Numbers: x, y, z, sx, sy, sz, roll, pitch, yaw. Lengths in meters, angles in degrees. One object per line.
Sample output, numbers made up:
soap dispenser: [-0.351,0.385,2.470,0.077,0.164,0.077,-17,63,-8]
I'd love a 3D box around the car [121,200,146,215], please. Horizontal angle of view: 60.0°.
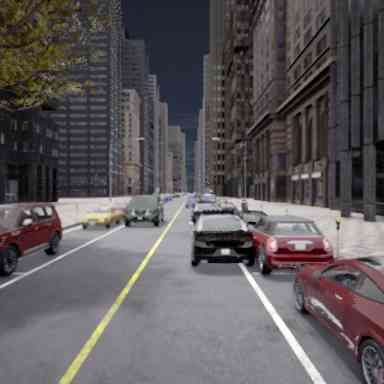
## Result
car: [-5.747,1.532,33.133,1.802,1.307,4.206,0,0,0]

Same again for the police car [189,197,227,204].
police car: [0.911,1.391,21.593,1.930,1.638,5.238,0,0,0]

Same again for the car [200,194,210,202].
car: [2.799,1.343,72.880,1.967,1.590,4.097,0,0,0]

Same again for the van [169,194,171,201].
van: [-5.729,1.250,67.197,1.690,1.788,3.998,0,0,0]

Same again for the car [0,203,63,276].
car: [-5.758,1.298,10.422,2.192,1.841,5.009,0,0,0]

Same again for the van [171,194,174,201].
van: [-5.724,1.238,78.552,1.690,1.788,3.998,0,0,0]

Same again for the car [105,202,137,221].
car: [-5.749,1.540,27.456,1.802,1.307,4.206,0,0,0]

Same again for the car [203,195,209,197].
car: [2.784,1.485,44.493,2.008,1.369,4.403,0,0,0]

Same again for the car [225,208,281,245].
car: [2.770,1.540,16.105,1.947,1.339,4.313,0,0,0]

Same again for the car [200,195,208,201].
car: [2.802,1.479,78.558,1.802,1.307,4.206,0,0,0]

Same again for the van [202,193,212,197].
van: [2.787,1.268,50.170,1.690,1.788,3.998,0,0,0]

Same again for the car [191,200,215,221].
car: [0.850,1.463,27.484,1.837,1.490,4.892,0,0,0]

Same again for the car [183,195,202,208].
car: [0.033,1.479,46.906,2.033,1.411,5.357,0,0,0]

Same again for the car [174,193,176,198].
car: [-5.720,1.418,84.059,1.752,1.417,4.829,0,0,0]

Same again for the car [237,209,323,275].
car: [2.767,1.422,10.427,1.967,1.590,4.097,0,0,0]

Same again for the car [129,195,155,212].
car: [-5.744,1.257,38.810,2.192,1.841,5.009,0,0,0]

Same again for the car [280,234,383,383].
car: [2.764,1.574,4.749,1.802,1.307,4.206,0,0,0]

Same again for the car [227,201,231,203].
car: [2.776,1.508,27.459,2.008,1.369,4.403,0,0,0]

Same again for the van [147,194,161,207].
van: [-5.738,1.269,50.165,1.690,1.788,3.998,0,0,0]

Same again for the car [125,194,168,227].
car: [-3.088,1.186,22.565,2.150,2.045,5.566,0,0,0]

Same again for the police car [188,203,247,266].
police car: [0.906,1.406,11.593,1.930,1.638,5.238,0,0,0]

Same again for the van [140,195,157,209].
van: [-5.741,1.276,44.488,1.690,1.788,3.998,0,0,0]

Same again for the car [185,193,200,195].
car: [0.034,1.411,65.384,1.837,1.490,4.892,0,0,0]

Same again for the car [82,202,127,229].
car: [-5.753,1.491,21.608,1.752,1.417,4.829,0,0,0]

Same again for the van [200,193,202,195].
van: [2.793,1.255,61.525,1.690,1.788,3.998,0,0,0]

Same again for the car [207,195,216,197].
car: [2.778,1.390,33.136,1.967,1.590,4.097,0,0,0]
